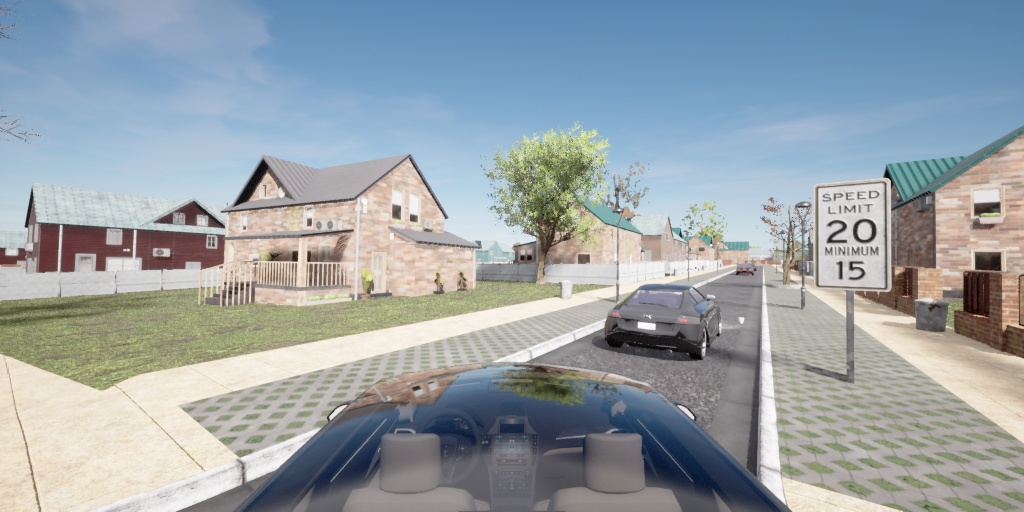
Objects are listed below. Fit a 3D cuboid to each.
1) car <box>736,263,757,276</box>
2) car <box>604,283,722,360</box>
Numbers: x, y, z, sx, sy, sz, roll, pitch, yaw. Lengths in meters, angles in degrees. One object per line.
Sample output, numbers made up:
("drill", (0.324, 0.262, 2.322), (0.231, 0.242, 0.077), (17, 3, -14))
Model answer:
("car", (28.796, 1.633, 44.232), (2.033, 1.411, 5.357), (0, 0, 35))
("car", (3.801, 1.360, 8.704), (1.994, 1.385, 4.181), (0, 0, 35))
